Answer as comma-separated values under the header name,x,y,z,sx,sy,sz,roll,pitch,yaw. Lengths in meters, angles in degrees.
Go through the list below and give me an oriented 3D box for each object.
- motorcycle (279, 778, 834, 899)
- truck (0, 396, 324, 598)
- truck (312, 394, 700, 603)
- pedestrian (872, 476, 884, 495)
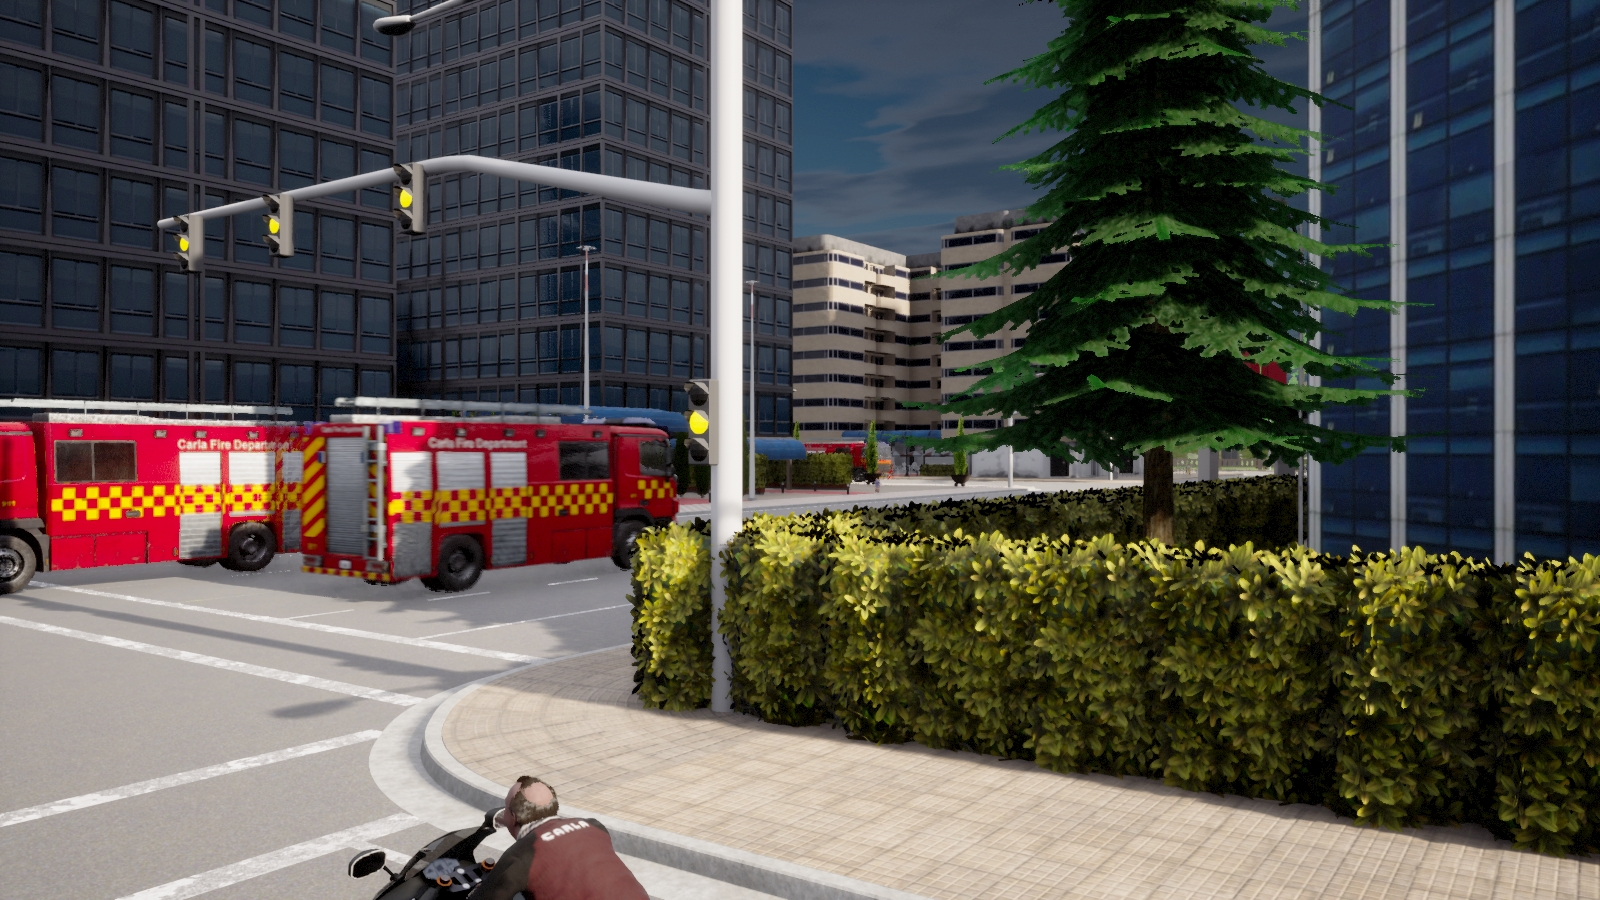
name,x,y,z,sx,sy,sz,roll,pitch,yaw
motorcycle,-1.027,2.205,4.504,2.209,1.251,0.867,0,0,35
truck,-14.959,0.889,24.598,2.891,3.827,8.468,0,0,34
truck,-6.036,0.889,25.216,2.891,3.827,8.468,0,0,35
pedestrian,4.582,2.074,67.167,0.500,1.100,0.500,0,0,33
